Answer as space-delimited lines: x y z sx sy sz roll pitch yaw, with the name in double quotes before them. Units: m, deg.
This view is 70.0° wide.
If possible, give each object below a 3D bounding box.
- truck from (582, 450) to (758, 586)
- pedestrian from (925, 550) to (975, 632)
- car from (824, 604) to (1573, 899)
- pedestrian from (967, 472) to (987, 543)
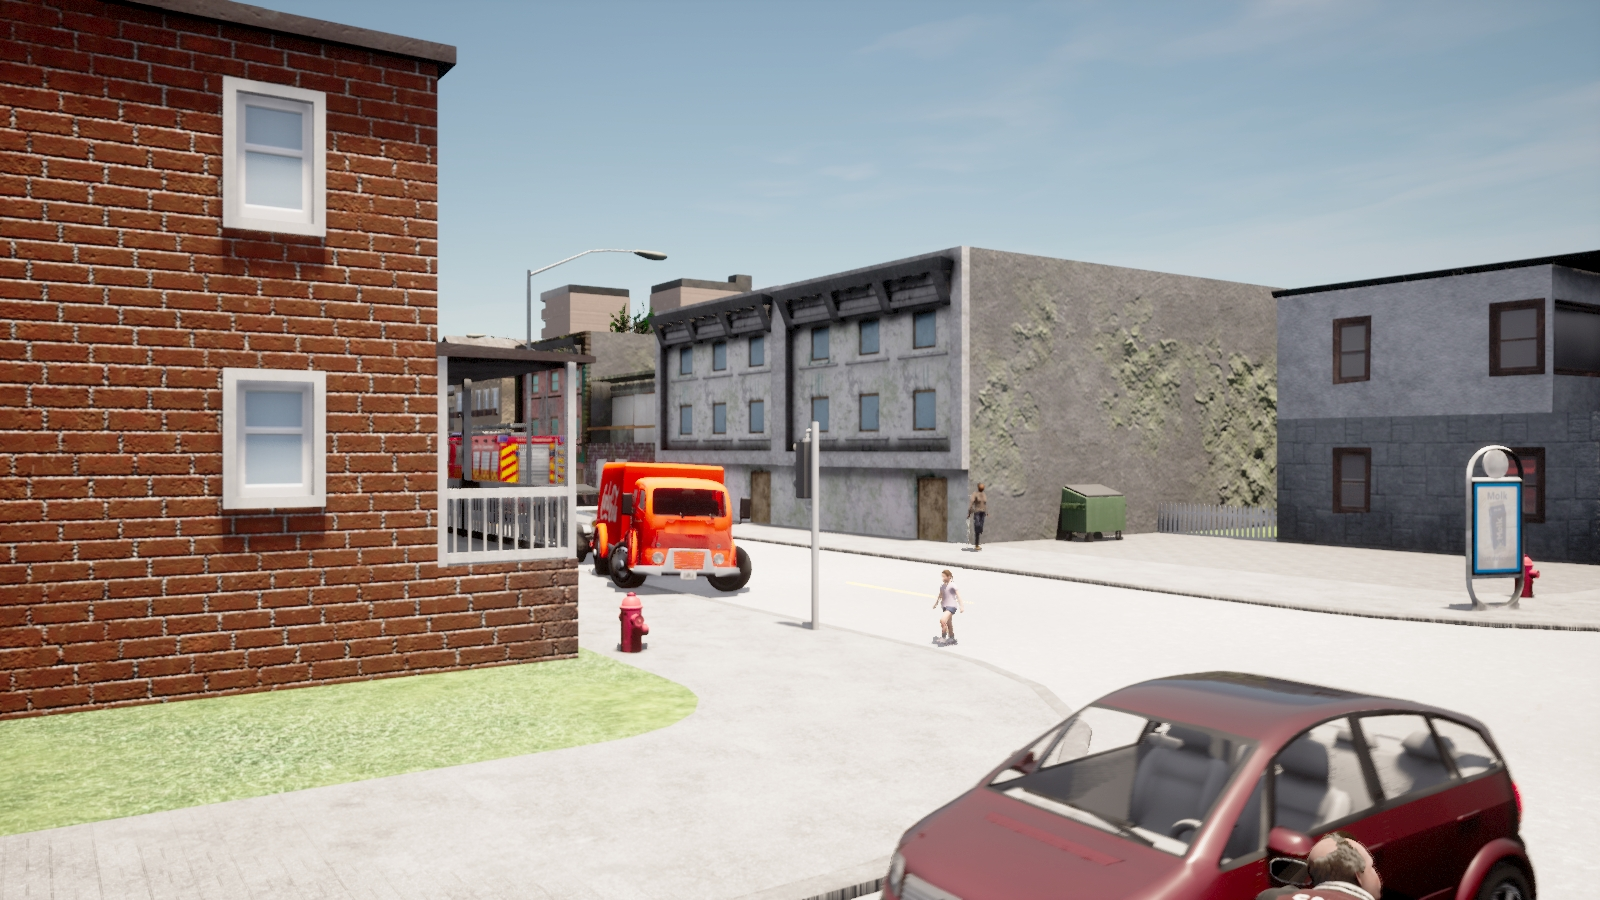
"truck" -2.868 1.293 23.855 2.627 2.467 5.204 3 -1 -17
"pedestrian" 2.150 2.007 16.374 0.500 1.100 0.500 0 0 -36
"car" 2.152 1.805 5.902 3.705 1.549 1.789 0 0 -34
"pedestrian" 4.690 1.523 30.254 0.375 1.860 0.375 0 0 -31
